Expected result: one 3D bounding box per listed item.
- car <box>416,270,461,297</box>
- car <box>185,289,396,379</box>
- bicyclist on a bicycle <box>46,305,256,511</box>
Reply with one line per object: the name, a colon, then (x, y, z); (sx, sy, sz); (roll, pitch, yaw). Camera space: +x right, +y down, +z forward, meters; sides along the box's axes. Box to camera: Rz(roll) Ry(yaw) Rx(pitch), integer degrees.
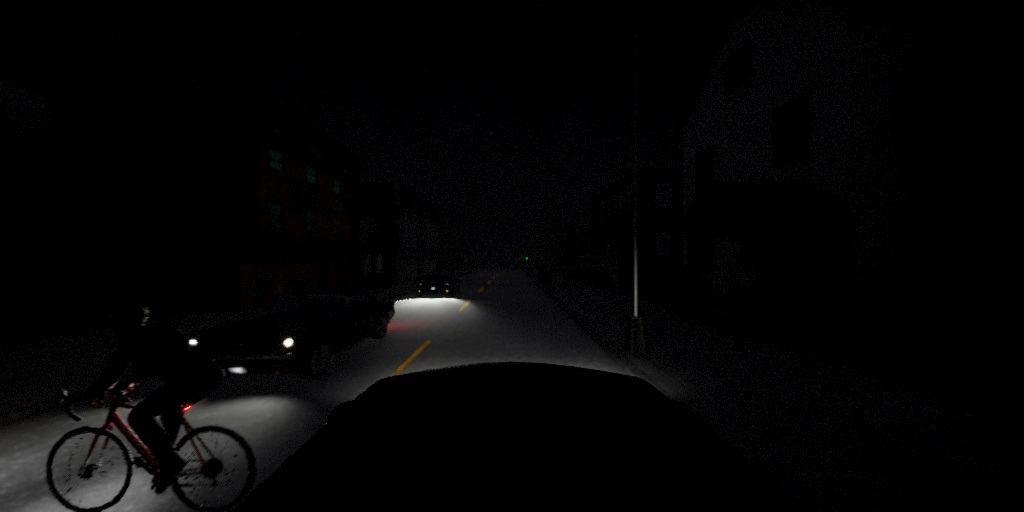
car: (-4.092, 1.510, 20.463); (1.994, 1.385, 4.181); (0, -1, -1)
car: (-4.099, 1.411, 7.555); (1.895, 1.301, 4.718); (0, -1, 0)
bicyclist on a bicycle: (-2.830, 1.213, 2.811); (1.656, 1.620, 0.582); (0, -1, 0)
